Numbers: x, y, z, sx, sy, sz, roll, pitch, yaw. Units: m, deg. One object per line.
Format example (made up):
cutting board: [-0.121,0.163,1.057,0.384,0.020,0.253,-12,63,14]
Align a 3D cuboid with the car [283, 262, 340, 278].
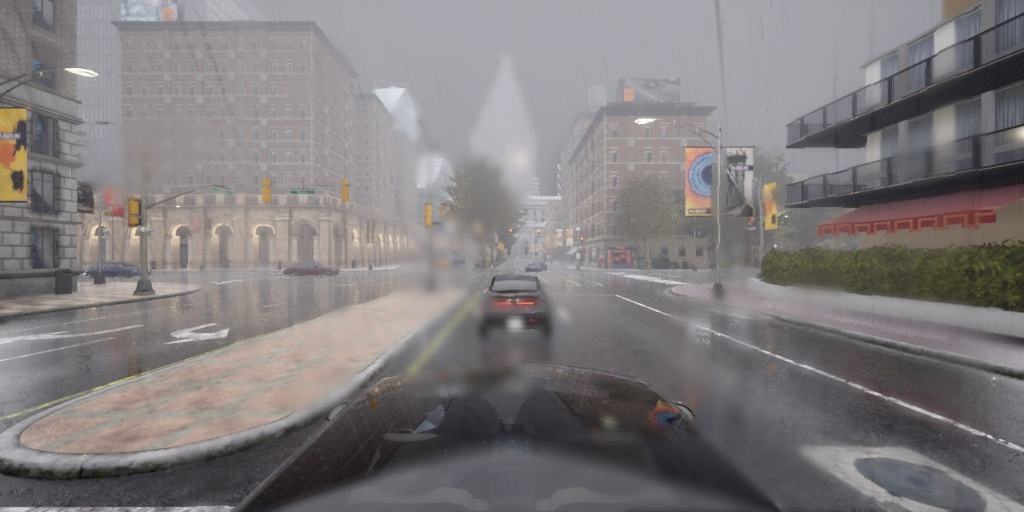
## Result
car: [-18.610,1.275,33.377,4.674,1.442,1.812,0,0,-11]

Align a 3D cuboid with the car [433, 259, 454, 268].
car: [-11.407,1.228,59.669,1.882,1.535,5.008,0,0,0]

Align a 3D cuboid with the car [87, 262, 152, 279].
car: [-35.344,1.275,32.311,4.674,1.442,1.812,0,0,0]

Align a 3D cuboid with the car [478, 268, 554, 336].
car: [0.101,1.255,10.331,1.837,1.490,4.892,0,0,0]

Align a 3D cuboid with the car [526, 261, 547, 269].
car: [3.105,1.314,44.829,1.994,1.385,4.181,0,0,18]

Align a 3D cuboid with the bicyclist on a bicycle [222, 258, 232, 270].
bicyclist on a bicycle: [-37.170,1.050,46.770,0.582,1.620,1.656,0,0,0]
